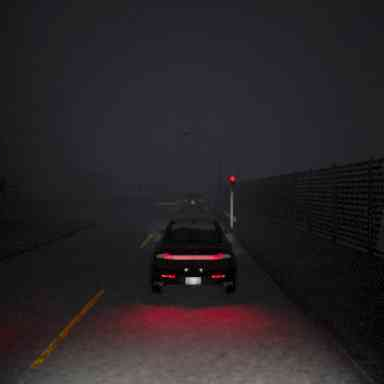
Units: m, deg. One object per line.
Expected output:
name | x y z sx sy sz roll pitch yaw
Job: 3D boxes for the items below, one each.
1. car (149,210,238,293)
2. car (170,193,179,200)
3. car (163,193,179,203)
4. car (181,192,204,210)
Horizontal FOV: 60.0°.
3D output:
car | 0.047 1.443 8.683 2.128 1.511 4.902 0 0 1
car | -4.014 1.084 75.692 1.837 1.490 4.892 0 0 0
car | -4.060 1.216 60.276 2.033 1.411 5.357 0 0 1
car | 0.089 1.033 34.222 2.150 2.045 5.566 0 0 0
